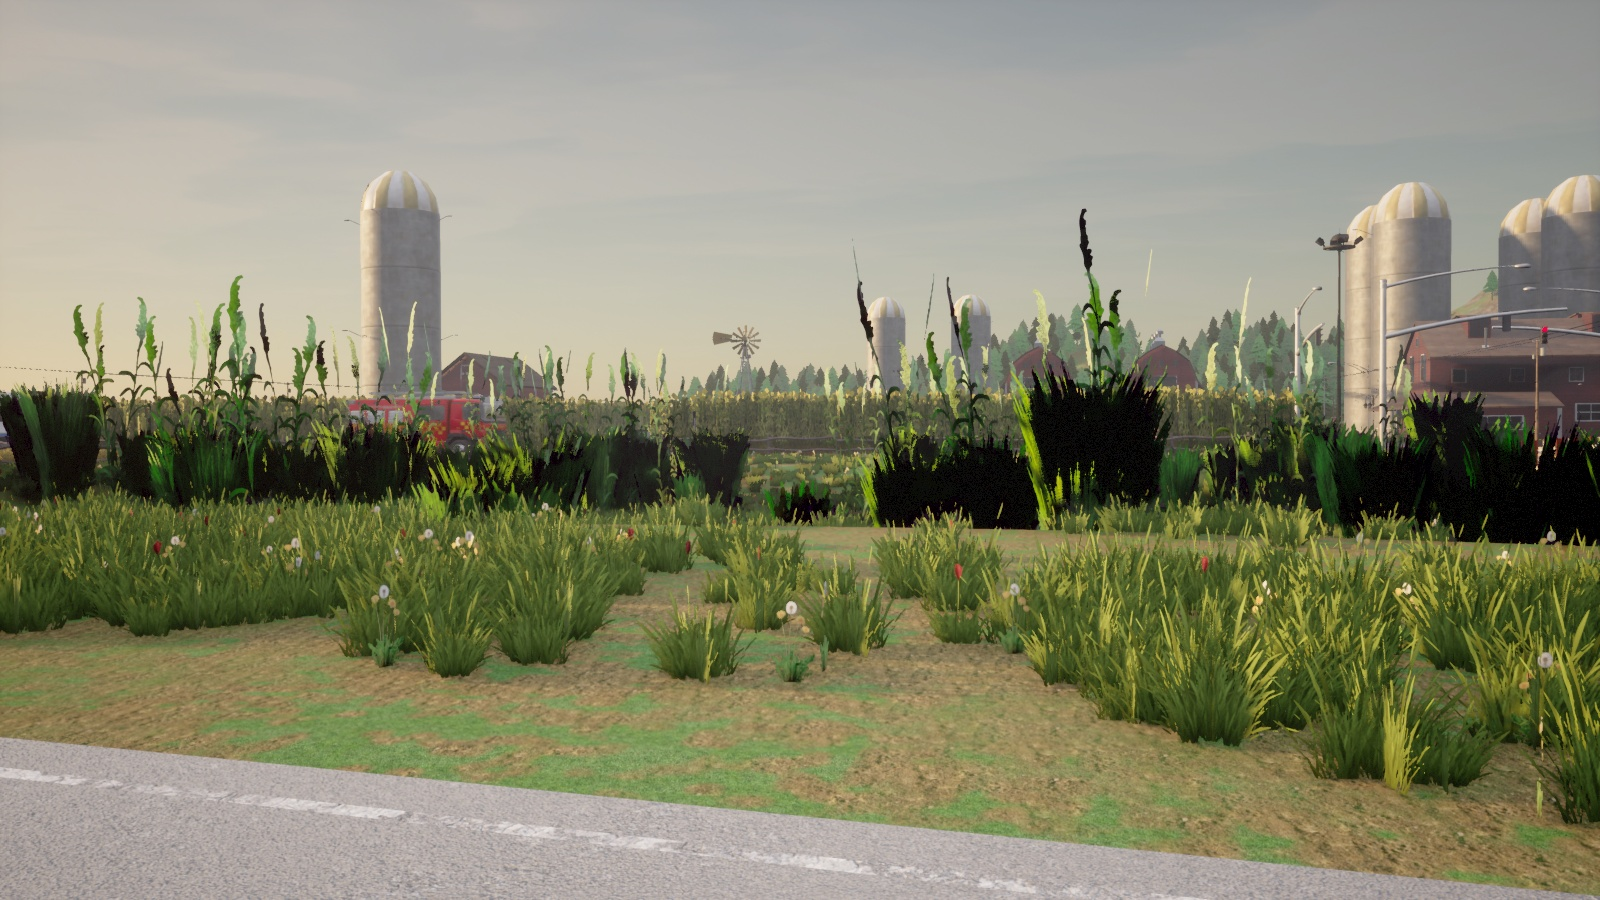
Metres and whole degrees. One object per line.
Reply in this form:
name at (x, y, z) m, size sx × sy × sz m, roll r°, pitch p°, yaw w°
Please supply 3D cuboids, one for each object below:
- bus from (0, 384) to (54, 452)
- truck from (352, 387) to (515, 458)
bus at (-54.141, -2.044, 80.595) m, size 10.273 × 4.253 × 3.944 m, roll 0°, pitch 1°, yaw 4°
truck at (-20.576, -1.547, 70.654) m, size 8.468 × 3.827 × 2.891 m, roll 0°, pitch 1°, yaw 13°
